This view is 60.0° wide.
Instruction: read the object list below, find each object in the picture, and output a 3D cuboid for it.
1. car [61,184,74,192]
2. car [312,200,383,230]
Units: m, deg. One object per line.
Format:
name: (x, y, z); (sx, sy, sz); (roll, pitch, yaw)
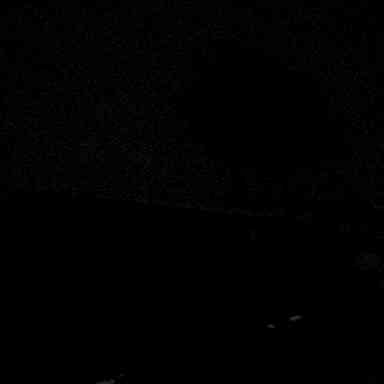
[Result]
car: (-25.610, -0.837, 68.227); (1.882, 1.535, 5.008); (4, 0, -35)
car: (9.466, 1.196, 18.538); (2.033, 1.411, 5.357); (4, 0, -35)
